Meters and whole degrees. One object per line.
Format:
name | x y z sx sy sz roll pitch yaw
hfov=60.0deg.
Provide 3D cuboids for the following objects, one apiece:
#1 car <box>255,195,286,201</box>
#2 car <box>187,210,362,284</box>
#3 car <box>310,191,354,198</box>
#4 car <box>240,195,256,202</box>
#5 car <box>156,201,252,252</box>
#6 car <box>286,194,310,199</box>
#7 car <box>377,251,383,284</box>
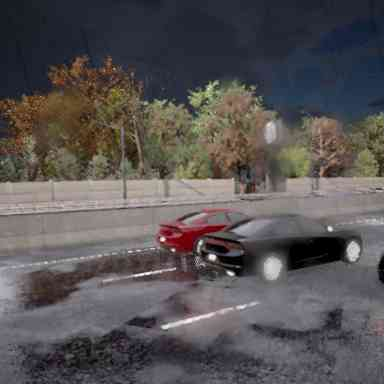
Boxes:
car | 9.990 0.975 38.135 4.718 1.301 1.895 -2 0 -30
car | 2.603 1.325 9.199 5.008 1.535 1.882 -2 0 -30
car | 14.311 0.740 32.555 5.008 1.535 1.882 -2 0 -30
car | 8.222 1.016 41.153 4.718 1.301 1.895 -2 0 -30
car | 1.131 1.354 12.396 5.008 1.535 1.882 -2 0 -30
car | 12.648 0.863 35.635 4.181 1.385 1.994 -2 0 -30
car | 5.913 1.310 7.088 4.181 1.385 1.994 -2 0 -30
